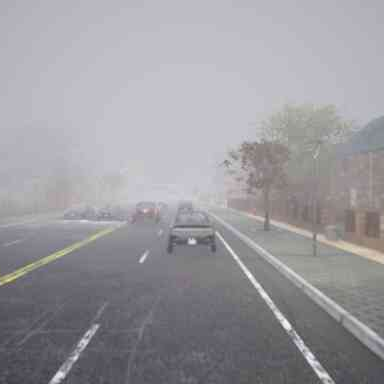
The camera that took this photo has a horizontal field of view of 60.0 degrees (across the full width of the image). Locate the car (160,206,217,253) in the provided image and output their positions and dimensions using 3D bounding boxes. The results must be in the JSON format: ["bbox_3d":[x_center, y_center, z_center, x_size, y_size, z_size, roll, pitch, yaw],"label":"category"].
[{"bbox_3d":[-0.023,1.563,14.147,2.128,1.511,4.902,0,0,-1],"label":"car"}]

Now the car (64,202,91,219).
[{"bbox_3d":[-10.341,1.705,30.901,1.812,1.442,4.674,0,-1,-1],"label":"car"}]

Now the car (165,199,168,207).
[{"bbox_3d":[-4.550,1.790,50.093,1.812,1.442,4.674,0,0,-3],"label":"car"}]

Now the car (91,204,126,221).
[{"bbox_3d":[-7.046,1.727,29.088,1.994,1.385,4.181,0,0,-1],"label":"car"}]

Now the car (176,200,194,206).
[{"bbox_3d":[-0.832,1.712,40.929,1.837,1.490,4.892,0,0,-3],"label":"car"}]

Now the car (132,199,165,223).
[{"bbox_3d":[-3.572,1.497,27.126,2.097,1.767,4.553,0,0,-2],"label":"car"}]
